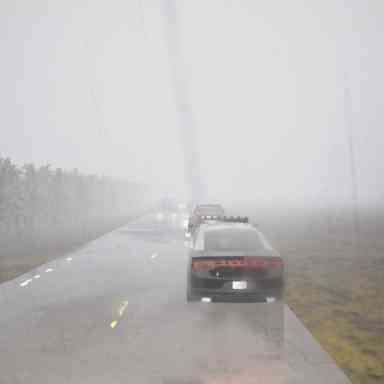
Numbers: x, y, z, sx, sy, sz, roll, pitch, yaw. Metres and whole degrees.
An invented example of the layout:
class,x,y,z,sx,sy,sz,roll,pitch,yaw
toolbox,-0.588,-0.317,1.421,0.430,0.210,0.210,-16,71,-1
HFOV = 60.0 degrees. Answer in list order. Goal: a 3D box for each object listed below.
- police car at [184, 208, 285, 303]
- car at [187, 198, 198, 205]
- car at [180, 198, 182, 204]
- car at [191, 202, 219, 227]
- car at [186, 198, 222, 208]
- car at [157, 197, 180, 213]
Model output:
class,x,y,z,sx,sy,sz,roll,pitch,yaw
police car,0.838,1.429,8.401,1.930,1.638,5.238,0,0,0
car,0.101,1.773,63.363,1.994,1.385,4.181,0,0,0
car,-2.649,1.772,63.222,1.994,1.385,4.181,0,0,0
car,0.863,1.542,24.293,1.837,1.490,4.892,0,0,0
car,0.853,1.371,18.263,2.097,1.767,4.553,0,0,0
car,-2.790,1.442,38.243,2.097,1.767,4.553,0,0,0
